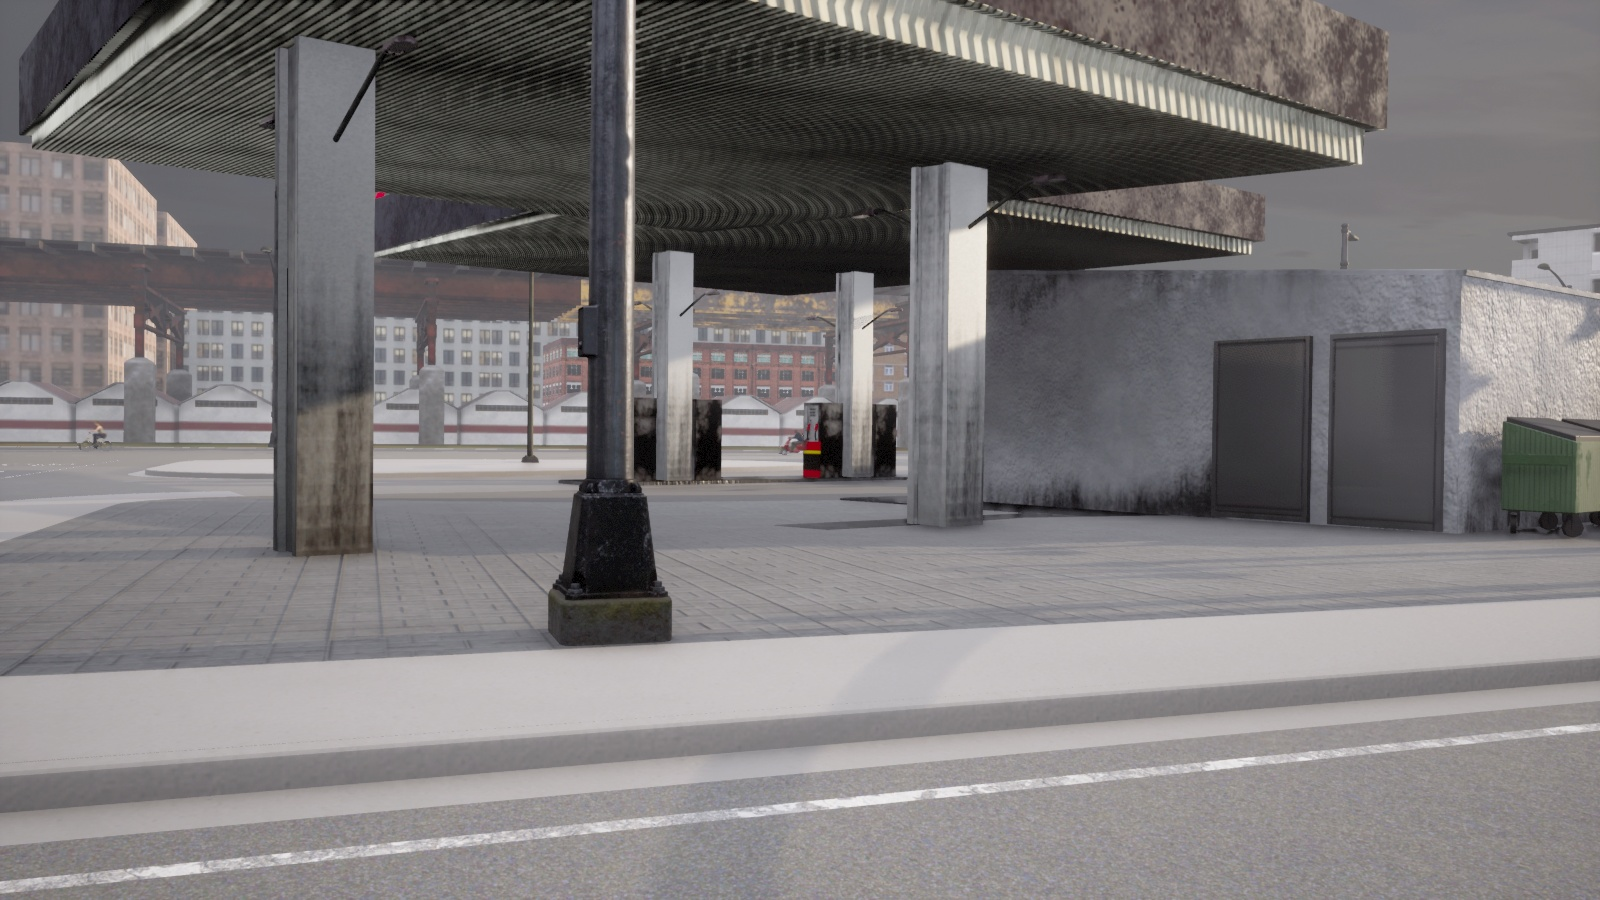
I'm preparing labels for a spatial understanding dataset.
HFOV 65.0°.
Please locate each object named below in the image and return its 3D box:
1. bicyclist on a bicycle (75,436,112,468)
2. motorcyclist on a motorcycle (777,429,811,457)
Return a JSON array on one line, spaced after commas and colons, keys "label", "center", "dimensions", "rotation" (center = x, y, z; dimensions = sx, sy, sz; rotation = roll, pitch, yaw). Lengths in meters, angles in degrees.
[{"label": "bicyclist on a bicycle", "center": [-36.190, 0.079, 64.327], "dimensions": [1.509, 1.612, 0.866], "rotation": [-1, 1, -19]}, {"label": "motorcyclist on a motorcycle", "center": [-0.347, -0.431, 72.936], "dimensions": [1.817, 1.590, 0.866], "rotation": [-1, 1, -15]}]
